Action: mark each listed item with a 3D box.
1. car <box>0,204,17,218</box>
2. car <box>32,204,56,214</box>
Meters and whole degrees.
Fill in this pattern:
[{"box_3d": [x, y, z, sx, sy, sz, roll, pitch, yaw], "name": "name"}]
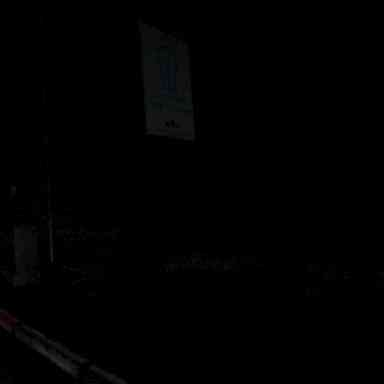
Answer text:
[{"box_3d": [-23.311, 2.223, 40.602, 2.097, 1.767, 4.553, -4, -1, -4], "name": "car"}, {"box_3d": [-23.393, 2.636, 52.727, 1.994, 1.385, 4.181, -4, -1, 8], "name": "car"}]
